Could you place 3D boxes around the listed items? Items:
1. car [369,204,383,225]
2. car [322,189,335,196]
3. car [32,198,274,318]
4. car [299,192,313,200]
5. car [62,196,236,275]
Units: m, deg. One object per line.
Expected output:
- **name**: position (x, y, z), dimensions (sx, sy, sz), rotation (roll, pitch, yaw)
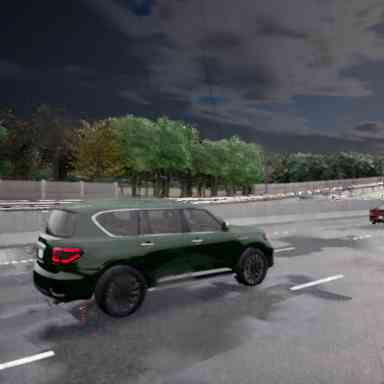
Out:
- **car**: position (13.749, 1.424, 22.093), dimensions (5.008, 1.535, 1.882), rotation (0, 0, -35)
- **car**: position (33.288, 0.113, 80.962), dimensions (2.097, 1.767, 4.553), rotation (0, 3, 39)
- **car**: position (-0.579, 1.212, 7.628), dimensions (5.566, 2.045, 2.150), rotation (0, 0, -35)
- **car**: position (23.497, 0.858, 68.499), dimensions (1.837, 1.490, 4.892), rotation (0, 2, 36)
- **car**: position (-1.289, 1.208, 11.417), dimensions (5.566, 2.045, 2.150), rotation (0, 0, -35)
